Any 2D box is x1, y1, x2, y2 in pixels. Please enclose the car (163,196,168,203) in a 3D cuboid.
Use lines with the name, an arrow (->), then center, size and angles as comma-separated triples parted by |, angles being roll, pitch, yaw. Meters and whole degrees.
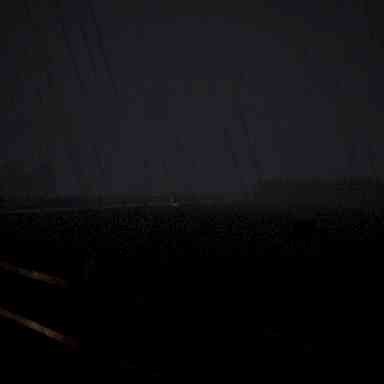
car -> -2.963, 0.924, 57.942 | 2.097, 1.767, 4.553 | 0, 0, 35

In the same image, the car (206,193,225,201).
car -> 4.573, 1.026, 63.988 | 1.837, 1.490, 4.892 | 0, 0, 35

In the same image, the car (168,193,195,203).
car -> -1.292, 1.079, 55.377 | 1.837, 1.490, 4.892 | 0, 0, 35

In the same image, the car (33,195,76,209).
car -> -16.044, 1.157, 39.045 | 1.882, 1.535, 5.008 | 0, 0, 35
